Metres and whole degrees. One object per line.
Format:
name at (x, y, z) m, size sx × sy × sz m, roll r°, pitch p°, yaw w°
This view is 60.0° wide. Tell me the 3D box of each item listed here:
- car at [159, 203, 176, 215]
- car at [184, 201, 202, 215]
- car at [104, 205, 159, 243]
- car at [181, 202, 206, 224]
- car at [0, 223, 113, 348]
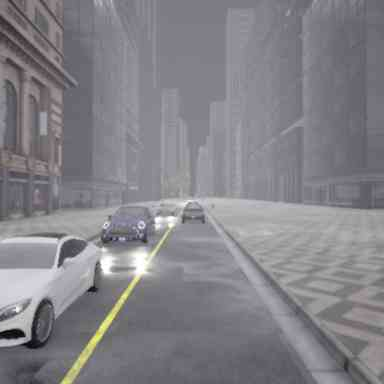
car at (-2.917, 1.923, 38.238) m, size 1.895 × 1.301 × 4.718 m, roll 0°, pitch 0°, yaw 0°
car at (0.126, 1.891, 40.222) m, size 2.033 × 1.411 × 5.357 m, roll 0°, pitch 0°, yaw 1°
car at (-3.051, 1.494, 16.783) m, size 2.097 × 1.767 × 4.553 m, roll 0°, pitch -1°, yaw 0°
car at (0.119, 1.728, 27.389) m, size 2.128 × 1.511 × 4.902 m, roll 0°, pitch -1°, yaw 0°
car at (-3.087, 1.578, 6.512) m, size 1.812 × 1.442 × 4.674 m, roll 0°, pitch -1°, yaw 0°
